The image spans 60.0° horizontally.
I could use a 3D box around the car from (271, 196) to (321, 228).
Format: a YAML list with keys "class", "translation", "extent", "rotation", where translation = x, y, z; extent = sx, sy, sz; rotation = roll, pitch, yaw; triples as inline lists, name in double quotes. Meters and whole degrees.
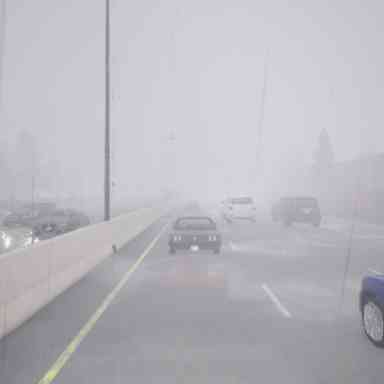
- class: "car"
  translation: [7.103, 1.309, 23.231]
  extent: [2.150, 2.045, 5.566]
  rotation: [0, 0, 0]

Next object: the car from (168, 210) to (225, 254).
- class: "car"
  translation: [0.100, 1.652, 13.768]
  extent: [1.895, 1.301, 4.718]
  rotation: [0, 0, 0]

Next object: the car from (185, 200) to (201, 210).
- class: "car"
  translation: [0.103, 1.678, 41.698]
  extent: [1.812, 1.442, 4.674]
  rotation: [0, 0, 0]

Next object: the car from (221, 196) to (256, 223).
- class: "car"
  translation: [3.599, 1.320, 26.255]
  extent: [2.150, 2.045, 5.566]
  rotation: [0, 0, 0]

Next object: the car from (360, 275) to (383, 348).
- class: "car"
  translation: [3.598, 1.491, 3.308]
  extent: [1.882, 1.535, 5.008]
  rotation: [0, 0, 0]
